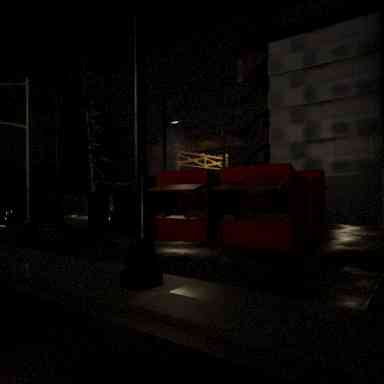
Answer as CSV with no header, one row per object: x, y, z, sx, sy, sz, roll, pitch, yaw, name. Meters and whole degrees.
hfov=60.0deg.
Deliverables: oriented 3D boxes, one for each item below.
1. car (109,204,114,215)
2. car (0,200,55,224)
-7.147,1.663,34.109,1.812,1.442,4.674,-1,-1,36,car
-12.861,1.490,26.262,2.097,1.767,4.553,-1,-1,36,car
